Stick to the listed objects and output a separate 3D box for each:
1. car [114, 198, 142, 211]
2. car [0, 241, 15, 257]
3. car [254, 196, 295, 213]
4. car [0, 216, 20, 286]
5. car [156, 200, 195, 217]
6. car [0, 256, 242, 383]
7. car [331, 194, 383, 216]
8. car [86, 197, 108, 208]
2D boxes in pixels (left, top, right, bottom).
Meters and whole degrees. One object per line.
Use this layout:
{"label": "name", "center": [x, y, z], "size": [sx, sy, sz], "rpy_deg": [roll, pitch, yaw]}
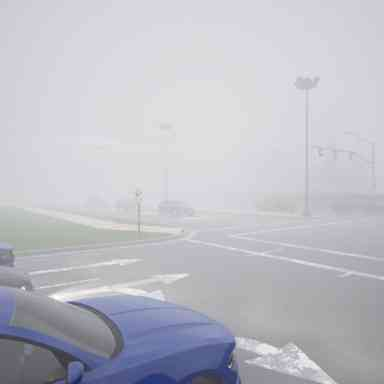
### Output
{"label": "car", "center": [-7.792, 1.491, 40.215], "size": [2.128, 1.511, 4.902], "rpy_deg": [0, 0, -36]}
{"label": "car", "center": [-4.551, 1.564, 4.817], "size": [4.181, 1.385, 1.994], "rpy_deg": [0, 0, -35]}
{"label": "car", "center": [9.045, 1.351, 37.063], "size": [2.097, 1.767, 4.553], "rpy_deg": [0, 0, -36]}
{"label": "car", "center": [-6.823, 1.478, 7.496], "size": [5.008, 1.535, 1.882], "rpy_deg": [0, 0, -35]}
{"label": "car", "center": [-1.637, 1.505, 31.839], "size": [1.837, 1.490, 4.892], "rpy_deg": [0, 0, -36]}
{"label": "car", "center": [-1.830, 1.478, 2.455], "size": [5.008, 1.535, 1.882], "rpy_deg": [0, 0, -35]}
{"label": "car", "center": [16.585, 1.222, 32.724], "size": [2.150, 2.045, 5.566], "rpy_deg": [0, 0, -36]}
{"label": "car", "center": [-13.955, 1.491, 48.636], "size": [2.128, 1.511, 4.902], "rpy_deg": [0, 0, -36]}
